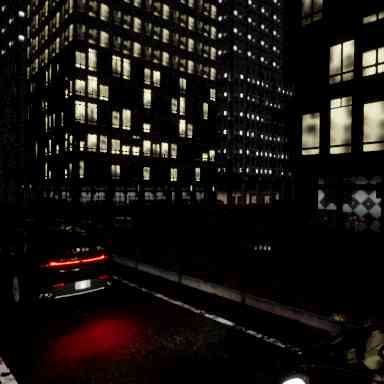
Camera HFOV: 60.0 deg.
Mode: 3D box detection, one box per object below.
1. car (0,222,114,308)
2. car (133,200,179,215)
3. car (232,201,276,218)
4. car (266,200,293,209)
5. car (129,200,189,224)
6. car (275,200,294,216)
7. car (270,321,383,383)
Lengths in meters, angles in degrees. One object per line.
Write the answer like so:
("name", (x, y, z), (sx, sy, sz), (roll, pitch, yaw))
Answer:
("car", (-3.657, 1.501, 8.098), (1.837, 1.490, 4.892), (0, 0, -41))
("car", (-3.850, 1.647, 36.421), (4.829, 1.417, 1.752), (1, 0, -40))
("car", (6.135, 1.832, 33.907), (4.829, 1.417, 1.752), (1, 0, -40))
("car", (13.469, 1.881, 51.131), (4.313, 1.339, 1.947), (1, 0, -40))
("car", (-2.589, 1.523, 26.495), (5.009, 1.841, 2.192), (1, 0, -40))
("car", (10.304, 1.936, 37.449), (4.206, 1.307, 1.802), (1, 0, -40))
("car", (2.438, 1.352, 1.316), (2.097, 1.767, 4.553), (0, 0, -41))
